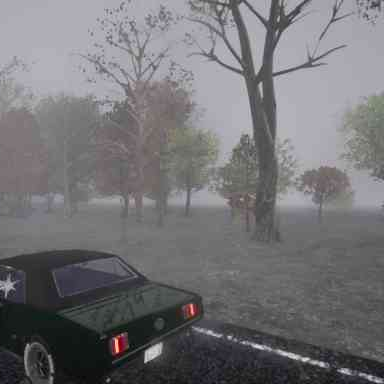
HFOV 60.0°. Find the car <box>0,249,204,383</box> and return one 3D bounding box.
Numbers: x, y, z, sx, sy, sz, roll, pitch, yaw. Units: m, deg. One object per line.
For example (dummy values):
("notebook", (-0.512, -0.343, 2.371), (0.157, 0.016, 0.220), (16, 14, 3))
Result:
("car", (-2.261, 1.566, 5.118), (4.718, 1.301, 1.895), (0, -1, 35))
